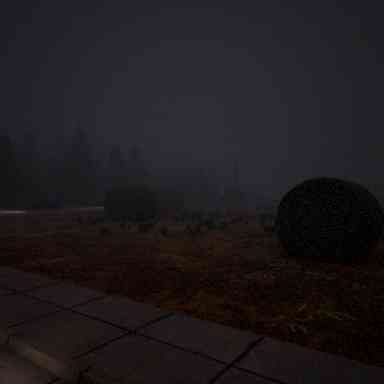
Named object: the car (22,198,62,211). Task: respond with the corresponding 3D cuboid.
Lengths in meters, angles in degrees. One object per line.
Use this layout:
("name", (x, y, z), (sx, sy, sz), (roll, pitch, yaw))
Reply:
("car", (-18.116, 1.518, 40.378), (1.812, 1.442, 4.674), (0, 0, 36))
